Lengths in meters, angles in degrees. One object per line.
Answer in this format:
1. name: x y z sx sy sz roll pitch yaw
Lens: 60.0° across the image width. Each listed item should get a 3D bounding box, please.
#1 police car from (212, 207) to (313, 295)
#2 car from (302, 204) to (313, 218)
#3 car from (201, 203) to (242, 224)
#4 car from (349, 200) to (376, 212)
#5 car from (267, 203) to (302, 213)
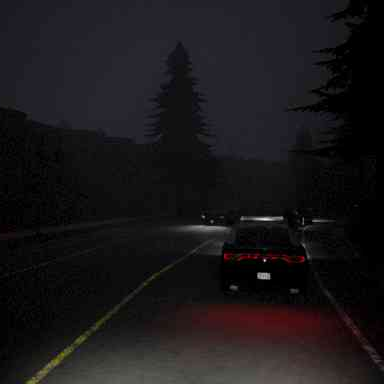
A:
1. police car: 1.881 1.425 8.988 1.930 1.638 5.238 0 0 11
2. car: 7.053 1.506 22.973 1.837 1.490 4.892 0 0 30
3. car: 2.563 1.548 24.212 2.033 1.411 5.357 0 0 28
4. car: 20.222 1.564 38.705 4.181 1.385 1.994 0 0 -34
5. car: 4.568 1.478 17.895 1.882 1.535 5.008 0 0 23
